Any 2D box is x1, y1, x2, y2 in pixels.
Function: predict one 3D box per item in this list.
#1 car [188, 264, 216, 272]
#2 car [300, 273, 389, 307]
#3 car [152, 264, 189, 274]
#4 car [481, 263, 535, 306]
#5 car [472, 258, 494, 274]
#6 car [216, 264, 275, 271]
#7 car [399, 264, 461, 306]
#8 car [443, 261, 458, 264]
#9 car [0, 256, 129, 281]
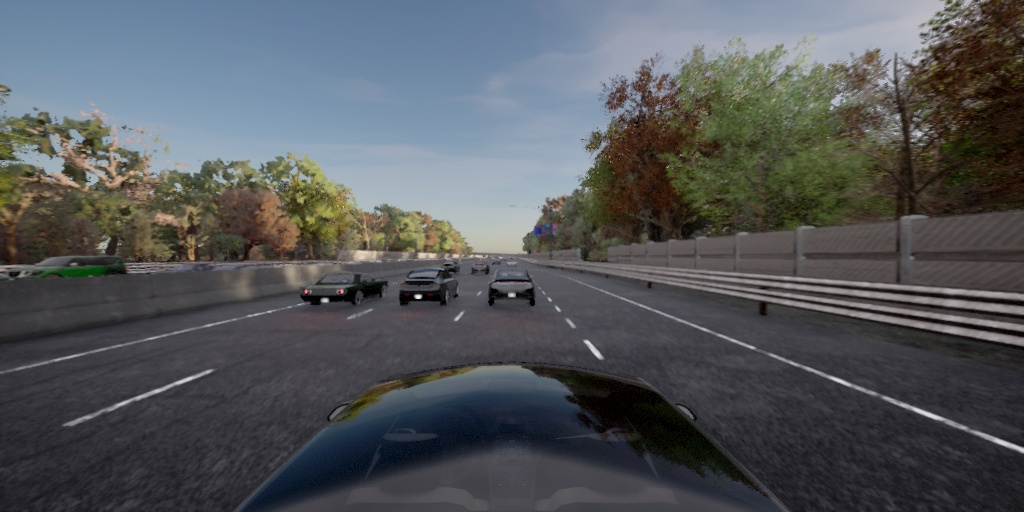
[{"bbox_3d":[-21.097,1.326,27.350,2.033,1.411,5.357,0,0,0],"label":"car"},{"bbox_3d":[-7.009,1.367,15.661,1.895,1.301,4.718,0,0,0],"label":"car"},{"bbox_3d":[-24.596,1.326,27.589,2.033,1.411,5.357,0,0,0],"label":"car"},{"bbox_3d":[-0.006,1.258,15.961,2.128,1.511,4.902,0,0,0],"label":"car"},{"bbox_3d":[-3.518,1.287,41.049,2.128,1.511,4.902,0,0,0],"label":"car"},{"bbox_3d":[-17.597,1.339,24.815,1.994,1.385,4.181,0,0,0],"label":"car"},{"bbox_3d":[-3.508,1.273,15.841,1.837,1.490,4.892,0,0,0],"label":"car"},{"bbox_3d":[-7.019,1.302,41.248,1.837,1.490,4.892,0,0,0],"label":"car"},{"bbox_3d":[-28.100,0.994,22.900,2.150,2.045,5.566,0,0,0],"label":"car"}]
